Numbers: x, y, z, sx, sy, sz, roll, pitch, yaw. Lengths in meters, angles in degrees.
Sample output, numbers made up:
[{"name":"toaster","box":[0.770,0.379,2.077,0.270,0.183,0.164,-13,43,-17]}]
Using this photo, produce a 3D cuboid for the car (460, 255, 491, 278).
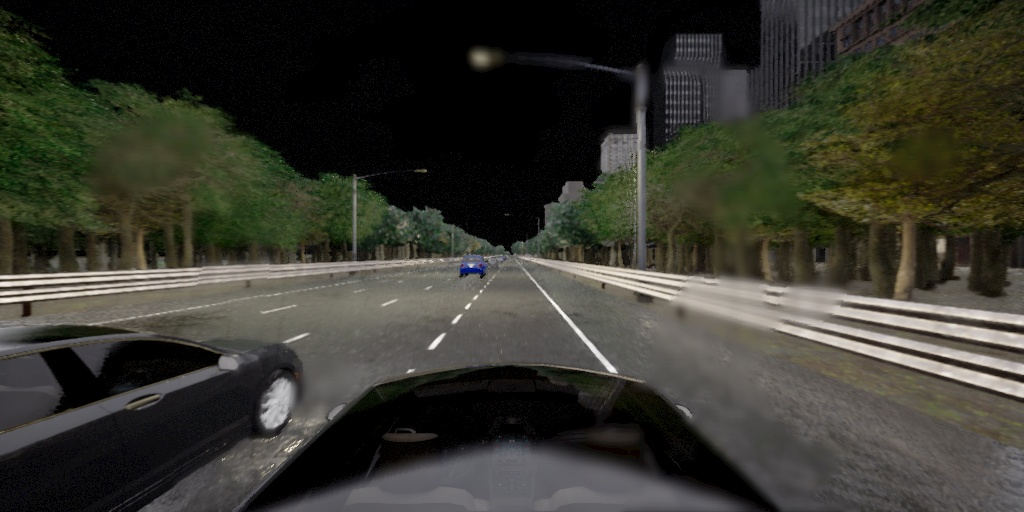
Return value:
[{"name":"car","box":[-3.489,0.966,33.345,2.150,2.045,5.566,0,0,0]}]

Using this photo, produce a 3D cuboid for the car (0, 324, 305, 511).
[{"name":"car","box":[-3.500,1.258,2.519,1.837,1.490,4.892,0,0,0]}]
